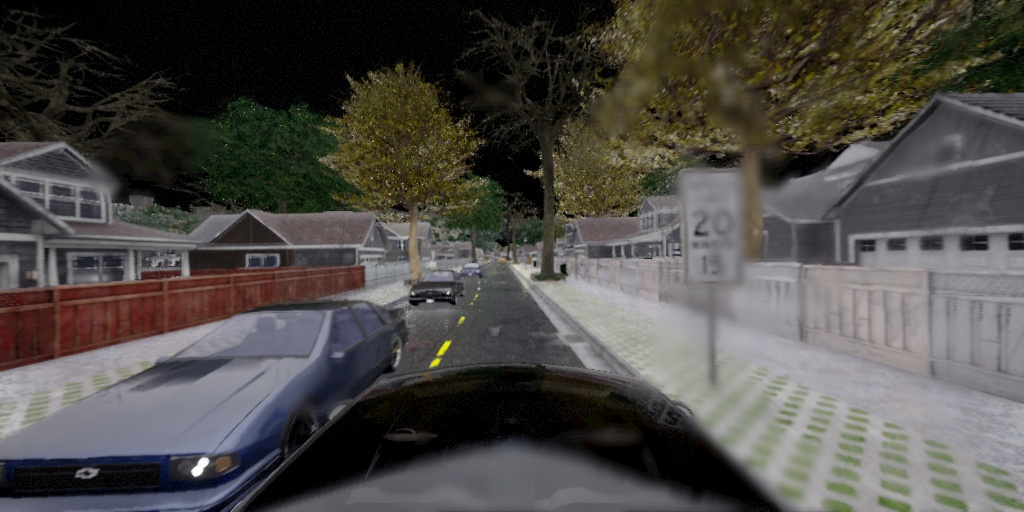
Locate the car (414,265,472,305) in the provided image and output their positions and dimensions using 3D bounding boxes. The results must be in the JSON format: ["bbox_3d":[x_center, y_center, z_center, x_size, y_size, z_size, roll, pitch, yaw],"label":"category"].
[{"bbox_3d":[-3.219,1.346,16.417,2.033,1.411,5.357,-1,0,-2],"label":"car"}]

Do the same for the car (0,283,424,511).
[{"bbox_3d":[-2.880,1.347,4.948,2.033,1.411,5.357,-1,0,-2],"label":"car"}]

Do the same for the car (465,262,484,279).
[{"bbox_3d":[-3.678,1.326,33.491,1.812,1.442,4.674,-1,0,-1],"label":"car"}]
